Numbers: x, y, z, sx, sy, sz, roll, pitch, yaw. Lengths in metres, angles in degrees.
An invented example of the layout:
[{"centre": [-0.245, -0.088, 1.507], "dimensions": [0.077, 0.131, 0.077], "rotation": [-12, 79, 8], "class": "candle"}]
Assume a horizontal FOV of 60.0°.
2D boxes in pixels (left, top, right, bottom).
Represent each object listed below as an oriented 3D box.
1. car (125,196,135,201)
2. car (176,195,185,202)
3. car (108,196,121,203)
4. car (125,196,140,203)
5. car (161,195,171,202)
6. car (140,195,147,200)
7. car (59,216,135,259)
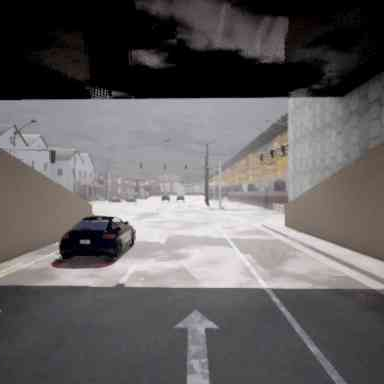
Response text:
[{"centre": [-16.423, 1.788, 88.230], "dimensions": [1.895, 1.301, 4.718], "rotation": [0, 0, 1], "class": "car"}, {"centre": [-2.665, 1.500, 78.426], "dimensions": [1.837, 1.490, 4.892], "rotation": [0, 0, 1], "class": "car"}, {"centre": [-16.819, 1.696, 72.480], "dimensions": [1.812, 1.442, 4.674], "rotation": [0, 0, 1], "class": "car"}, {"centre": [-13.320, 1.671, 72.393], "dimensions": [1.837, 1.490, 4.892], "rotation": [0, 0, 1], "class": "car"}, {"centre": [-6.164, 1.478, 78.514], "dimensions": [1.882, 1.535, 5.008], "rotation": [0, 0, 1], "class": "car"}, {"centre": [-12.923, 1.693, 88.173], "dimensions": [1.837, 1.490, 4.892], "rotation": [0, 0, 1], "class": "car"}, {"centre": [-3.454, 1.595, 12.822], "dimensions": [1.994, 1.385, 4.181], "rotation": [0, 0, 1], "class": "car"}]
